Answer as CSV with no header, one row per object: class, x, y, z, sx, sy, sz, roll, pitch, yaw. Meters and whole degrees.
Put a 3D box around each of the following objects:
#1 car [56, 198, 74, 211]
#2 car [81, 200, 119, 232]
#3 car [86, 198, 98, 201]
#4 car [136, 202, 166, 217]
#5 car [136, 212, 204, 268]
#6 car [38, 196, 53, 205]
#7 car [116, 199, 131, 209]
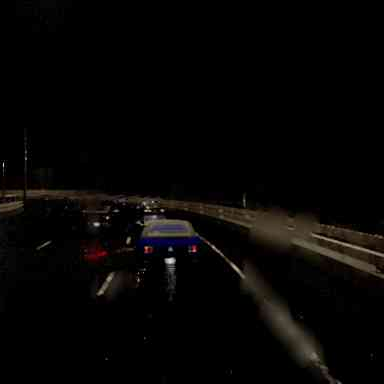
car,-15.483,1.534,40.699,1.837,1.490,4.892,0,0,-23
car,-5.671,1.512,20.527,1.837,1.490,4.892,0,0,-11
car,-13.352,1.544,44.518,1.812,1.442,4.674,0,0,-24
car,-3.097,1.486,25.130,2.128,1.511,4.902,0,0,-13
car,-0.819,1.595,11.316,1.895,1.301,4.718,0,0,-6
car,-26.718,1.551,60.687,2.128,1.511,4.902,0,0,-35
car,-9.576,1.568,44.614,1.994,1.385,4.181,0,0,-24
